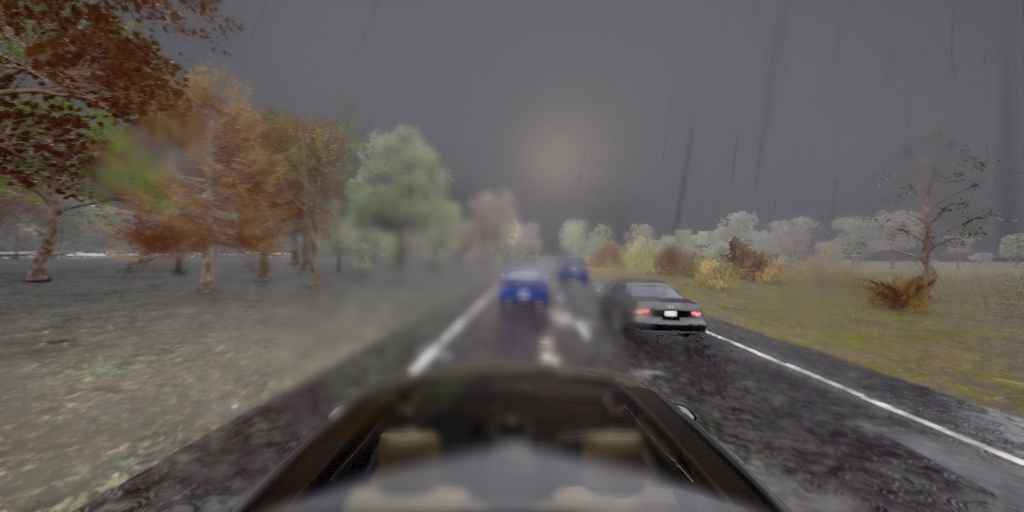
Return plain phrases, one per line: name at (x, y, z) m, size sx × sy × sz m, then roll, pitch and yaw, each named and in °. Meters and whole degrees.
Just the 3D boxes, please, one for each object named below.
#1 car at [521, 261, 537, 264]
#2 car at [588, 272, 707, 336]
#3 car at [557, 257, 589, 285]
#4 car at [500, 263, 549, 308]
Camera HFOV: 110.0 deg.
car at (1.385, 1.187, 29.469) m, size 2.097 × 1.767 × 4.553 m, roll 1°, pitch 0°, yaw 4°
car at (3.832, 1.399, 10.863) m, size 2.033 × 1.411 × 5.357 m, roll 1°, pitch 0°, yaw 3°
car at (4.831, 1.132, 28.600) m, size 2.150 × 2.045 × 5.566 m, roll 1°, pitch 0°, yaw 4°
car at (0.590, 1.269, 15.584) m, size 1.882 × 1.535 × 5.008 m, roll 1°, pitch 0°, yaw 3°
